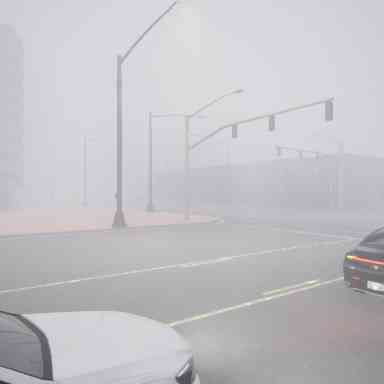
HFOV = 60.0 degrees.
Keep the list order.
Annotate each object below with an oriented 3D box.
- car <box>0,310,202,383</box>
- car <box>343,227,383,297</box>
[{"bbox_3d":[-2.080,1.526,2.264,4.674,1.442,1.812,0,0,-35],"label":"car"},{"bbox_3d":[5.399,1.505,7.590,4.892,1.490,1.837,0,0,-35],"label":"car"}]
